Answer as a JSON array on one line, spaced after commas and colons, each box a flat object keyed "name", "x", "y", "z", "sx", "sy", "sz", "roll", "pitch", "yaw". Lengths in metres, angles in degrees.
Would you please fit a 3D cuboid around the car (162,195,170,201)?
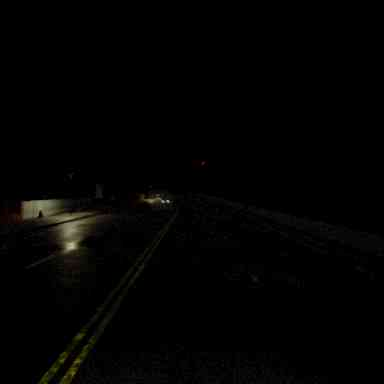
[{"name": "car", "x": -6.484, "y": 1.484, "z": 83.191, "sx": 2.033, "sy": 1.411, "sz": 5.357, "roll": 0, "pitch": 0, "yaw": 0}]
